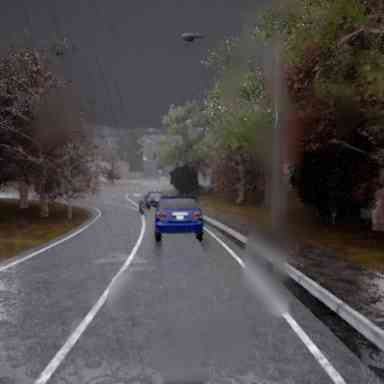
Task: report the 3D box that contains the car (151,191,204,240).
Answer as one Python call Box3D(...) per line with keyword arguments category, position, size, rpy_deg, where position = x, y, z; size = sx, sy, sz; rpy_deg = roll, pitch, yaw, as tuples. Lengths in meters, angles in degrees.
Box3D(category="car", position=(-0.742, 1.117, 16.451), size=(2.150, 2.045, 5.566), rpy_deg=(-1, 1, -5))

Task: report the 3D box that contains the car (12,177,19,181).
Box3D(category="car", position=(-40.605, -2.919, 78.673), size=(1.895, 1.301, 4.718), rpy_deg=(3, 5, 33))

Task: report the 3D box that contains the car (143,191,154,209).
Box3D(category="car", position=(-3.931, 0.666, 34.681), size=(2.097, 1.767, 4.553), rpy_deg=(-1, 4, -14))
